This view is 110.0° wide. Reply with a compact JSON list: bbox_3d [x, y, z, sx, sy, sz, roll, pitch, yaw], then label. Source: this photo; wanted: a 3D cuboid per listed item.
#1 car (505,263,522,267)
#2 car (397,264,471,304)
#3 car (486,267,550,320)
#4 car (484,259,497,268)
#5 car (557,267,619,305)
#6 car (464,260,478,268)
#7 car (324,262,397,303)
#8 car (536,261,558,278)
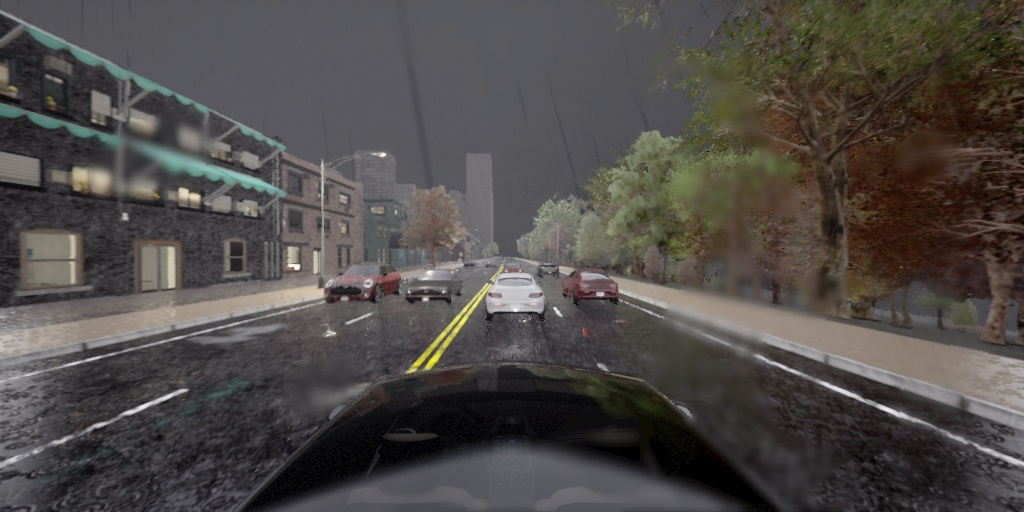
[{"bbox_3d":[0.107,1.345,33.260,1.895,1.301,4.718,0,0,0],"label":"car"},{"bbox_3d":[-3.348,1.295,16.545,2.033,1.411,5.357,0,0,0],"label":"car"},{"bbox_3d":[0.103,1.274,12.472,1.812,1.442,4.674,0,0,0],"label":"car"},{"bbox_3d":[-3.455,1.244,58.899,1.837,1.490,4.892,0,0,0],"label":"car"},{"bbox_3d":[3.339,1.273,15.876,1.812,1.442,4.674,0,0,0],"label":"car"},{"bbox_3d":[-6.695,1.342,58.559,1.895,1.301,4.718,0,0,0],"label":"car"},{"bbox_3d":[-6.597,1.099,16.384,2.097,1.767,4.553,0,0,0],"label":"car"},{"bbox_3d":[3.357,1.236,34.055,2.128,1.511,4.902,0,0,0],"label":"car"}]
